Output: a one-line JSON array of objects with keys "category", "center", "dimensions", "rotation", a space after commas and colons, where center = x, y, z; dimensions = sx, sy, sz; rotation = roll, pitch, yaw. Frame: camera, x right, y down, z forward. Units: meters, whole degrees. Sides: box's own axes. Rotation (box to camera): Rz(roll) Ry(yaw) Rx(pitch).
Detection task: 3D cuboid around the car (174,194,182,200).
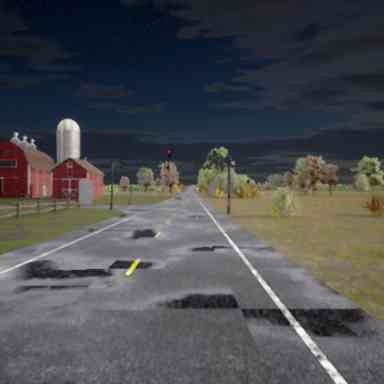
[{"category": "car", "center": [-3.526, 1.300, 86.014], "dimensions": [1.837, 1.490, 4.892], "rotation": [0, 0, 0]}]
